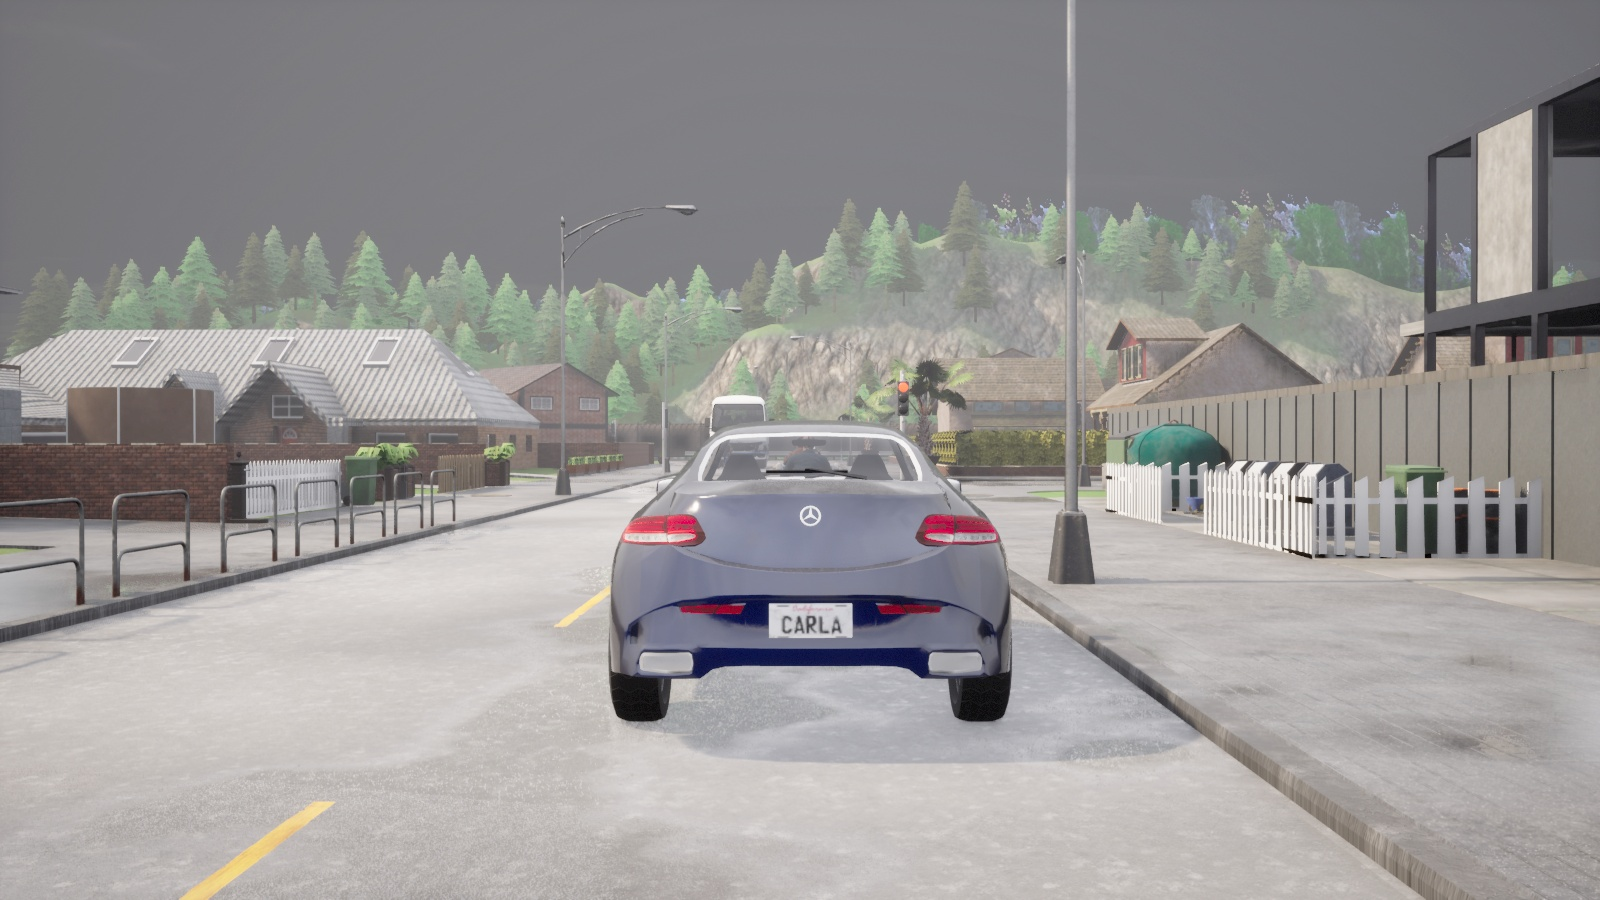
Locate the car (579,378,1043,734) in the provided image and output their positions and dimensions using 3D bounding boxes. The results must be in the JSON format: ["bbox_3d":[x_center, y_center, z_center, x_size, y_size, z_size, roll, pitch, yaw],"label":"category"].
[{"bbox_3d":[0.061,0.478,8.349,2.152,1.651,5.027,0,0,0],"label":"car"}]

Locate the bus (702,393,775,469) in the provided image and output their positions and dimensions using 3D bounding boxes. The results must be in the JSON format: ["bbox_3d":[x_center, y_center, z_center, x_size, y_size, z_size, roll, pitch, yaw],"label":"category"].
[{"bbox_3d":[-3.565,-1.058,75.369,3.944,4.253,10.273,0,0,0],"label":"bus"}]
